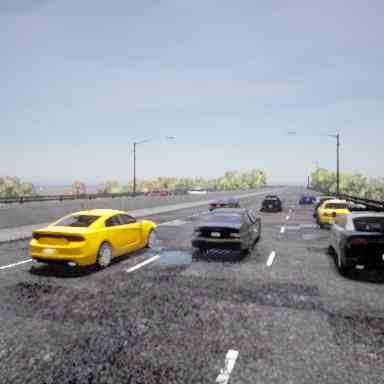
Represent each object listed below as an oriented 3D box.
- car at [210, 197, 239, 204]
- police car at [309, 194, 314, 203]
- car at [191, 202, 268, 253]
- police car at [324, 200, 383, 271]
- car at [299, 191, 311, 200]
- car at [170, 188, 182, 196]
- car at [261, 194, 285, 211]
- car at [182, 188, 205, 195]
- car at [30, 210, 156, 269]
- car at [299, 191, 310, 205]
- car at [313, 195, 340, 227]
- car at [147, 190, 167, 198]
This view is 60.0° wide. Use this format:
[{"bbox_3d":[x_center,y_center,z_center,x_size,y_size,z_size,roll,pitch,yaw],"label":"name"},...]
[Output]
[{"bbox_3d":[2.826,1.105,28.204,2.033,1.411,5.357,0,1,18],"label":"car"},{"bbox_3d":[10.249,1.018,25.316,1.930,1.638,5.238,0,1,18],"label":"police car"},{"bbox_3d":[1.522,1.345,12.828,2.033,1.411,5.357,0,1,18],"label":"car"},{"bbox_3d":[5.316,1.260,10.098,1.930,1.638,5.238,0,1,18],"label":"police car"},{"bbox_3d":[20.487,0.582,60.310,2.033,1.411,5.357,0,1,18],"label":"car"},{"bbox_3d":[-2.004,0.301,59.197,2.150,2.045,5.566,0,1,18],"label":"car"},{"bbox_3d":[7.818,0.993,32.252,1.837,1.490,4.892,0,1,18],"label":"car"},{"bbox_3d":[0.682,0.348,56.177,2.150,2.045,5.566,0,1,18],"label":"car"},{"bbox_3d":[-2.826,1.312,10.760,1.882,1.535,5.008,0,1,18],"label":"car"},{"bbox_3d":[14.862,0.877,42.922,1.994,1.385,4.181,0,1,18],"label":"car"},{"bbox_3d":[8.424,1.138,19.686,1.801,1.575,5.366,0,1,18],"label":"car"},{"bbox_3d":[-6.073,0.456,58.028,2.097,1.767,4.553,0,1,18],"label":"car"}]
